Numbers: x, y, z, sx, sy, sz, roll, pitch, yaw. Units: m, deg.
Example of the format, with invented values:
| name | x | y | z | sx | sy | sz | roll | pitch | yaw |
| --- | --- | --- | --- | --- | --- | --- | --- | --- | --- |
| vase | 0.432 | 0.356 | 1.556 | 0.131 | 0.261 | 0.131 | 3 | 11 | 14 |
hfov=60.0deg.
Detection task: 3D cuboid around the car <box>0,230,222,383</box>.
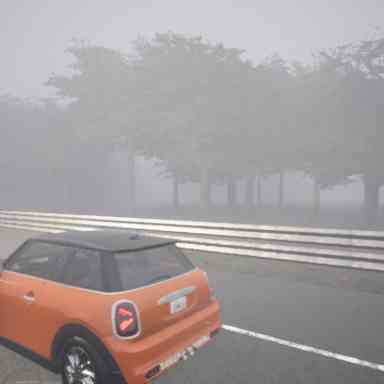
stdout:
| name | x | y | z | sx | sy | sz | roll | pitch | yaw |
| --- | --- | --- | --- | --- | --- | --- | --- | --- | --- |
| car | -1.873 | 1.397 | 5.258 | 4.553 | 1.767 | 2.097 | -1 | 0 | 36 |
